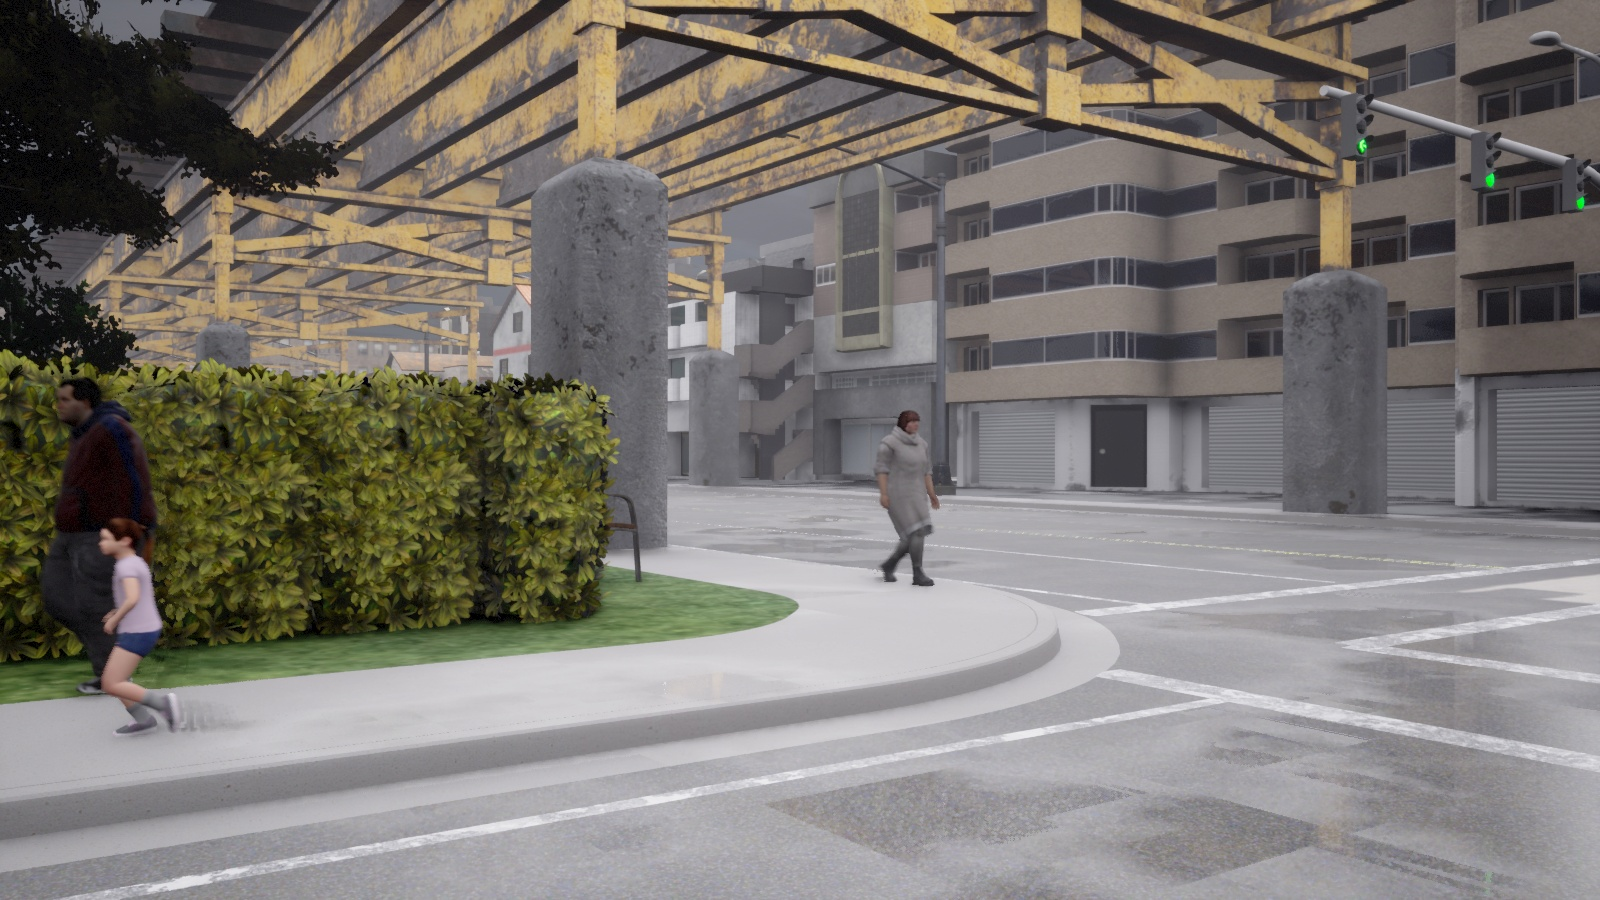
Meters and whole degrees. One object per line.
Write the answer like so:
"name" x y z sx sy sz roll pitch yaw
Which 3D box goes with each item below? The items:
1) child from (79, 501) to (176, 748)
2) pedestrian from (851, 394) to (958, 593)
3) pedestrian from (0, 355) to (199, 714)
"child" -3.169 0.802 5.927 0.394 1.110 0.255 0 0 -28
"pedestrian" 1.065 0.425 12.875 0.659 1.952 0.873 0 0 -44
"pedestrian" -3.925 0.435 6.983 0.899 1.844 0.634 0 0 -43
